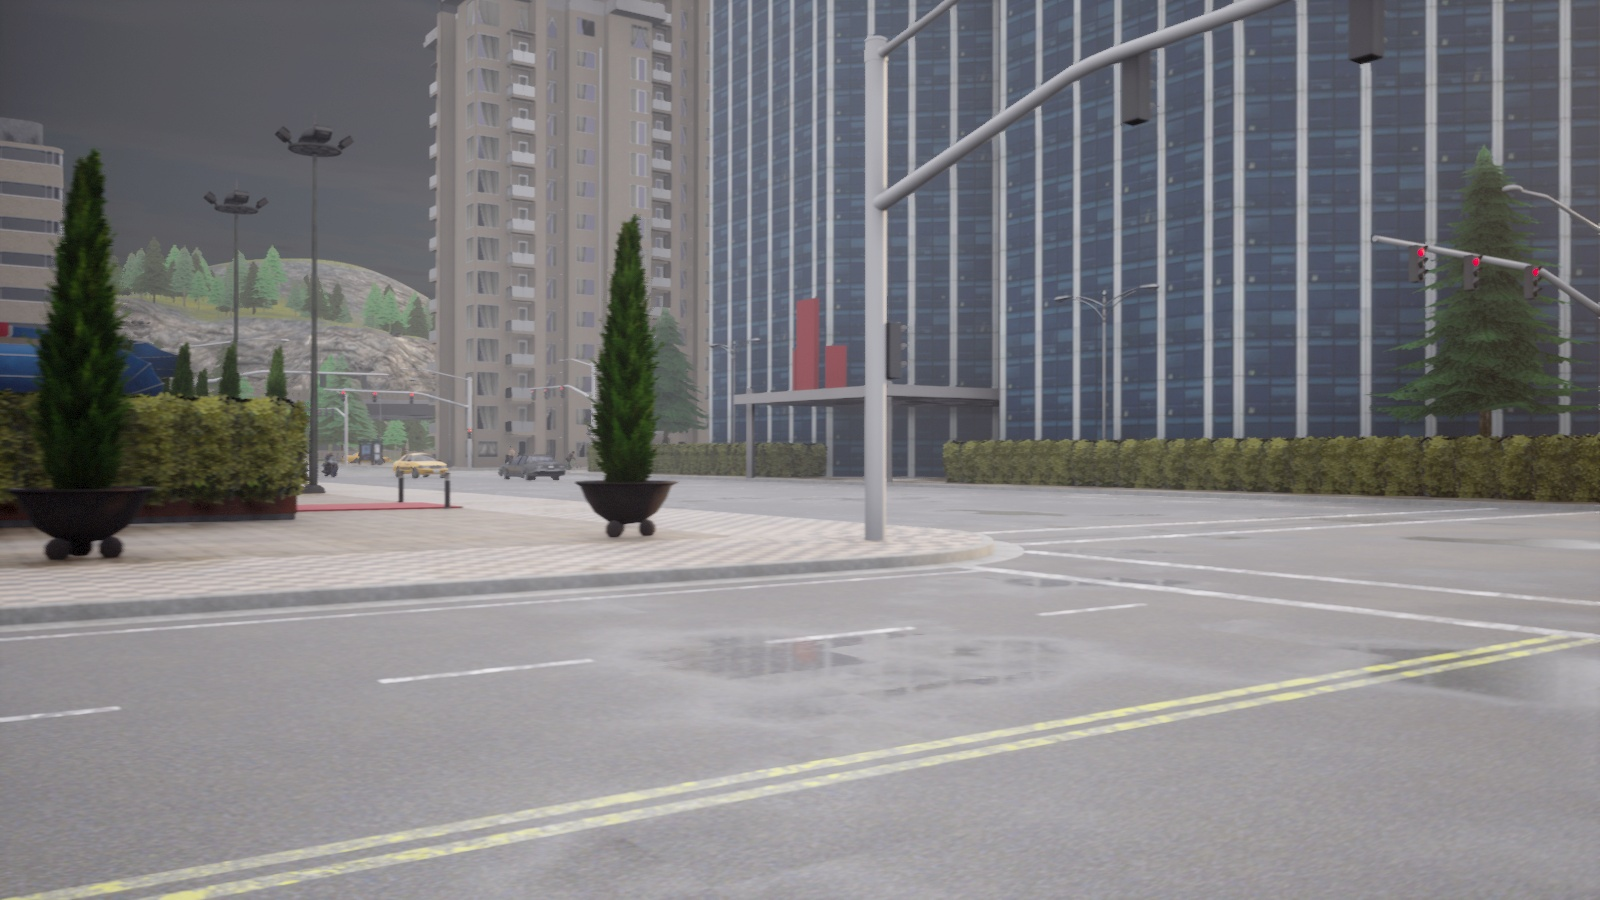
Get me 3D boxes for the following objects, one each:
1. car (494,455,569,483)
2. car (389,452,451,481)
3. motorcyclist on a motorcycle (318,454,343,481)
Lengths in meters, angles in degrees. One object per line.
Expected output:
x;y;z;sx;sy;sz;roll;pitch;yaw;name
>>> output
-14.487;0.988;67.513;2.033;1.411;5.357;0;0;-35;car
-21.769;0.905;71.762;1.801;1.575;5.366;0;0;-35;car
-27.770;1.020;74.196;0.866;1.530;2.191;0;0;-35;motorcyclist on a motorcycle
